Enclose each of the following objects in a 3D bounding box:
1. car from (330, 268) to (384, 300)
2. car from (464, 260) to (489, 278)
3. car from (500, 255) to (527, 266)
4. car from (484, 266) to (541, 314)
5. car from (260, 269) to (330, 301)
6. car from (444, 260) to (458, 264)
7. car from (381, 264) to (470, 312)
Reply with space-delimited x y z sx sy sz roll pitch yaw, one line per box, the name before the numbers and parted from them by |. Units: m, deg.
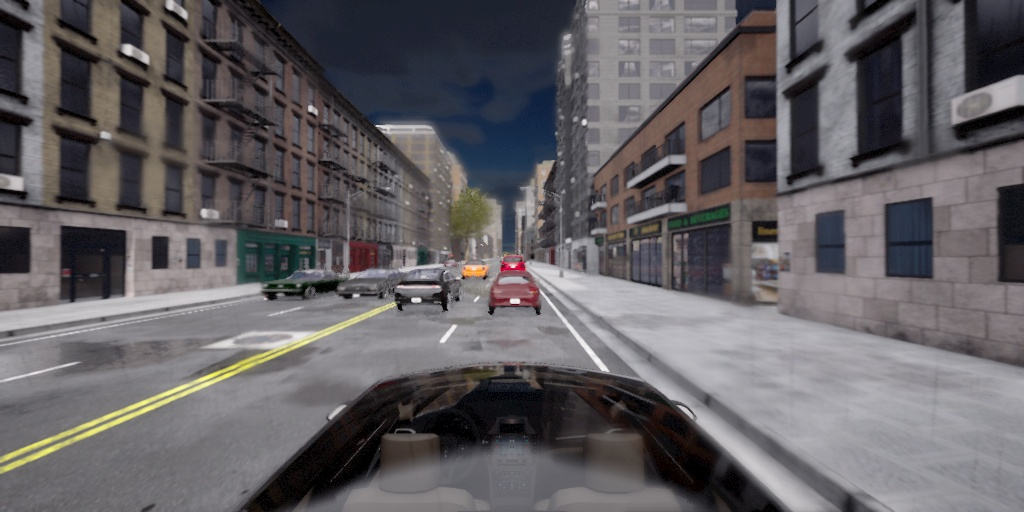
car | -6.604 1.293 17.873 2.033 1.411 5.357 0 0 0
car | -3.157 1.100 31.946 2.097 1.767 4.553 0 0 0
car | 0.092 0.969 31.538 2.150 2.045 5.566 0 0 0
car | 0.097 1.272 13.753 1.812 1.442 4.674 0 0 0
car | -9.854 1.347 17.486 1.895 1.301 4.718 0 0 0
car | -9.821 1.297 58.035 1.812 1.442 4.674 0 0 0
car | -3.153 1.238 14.240 2.128 1.511 4.902 0 0 0
